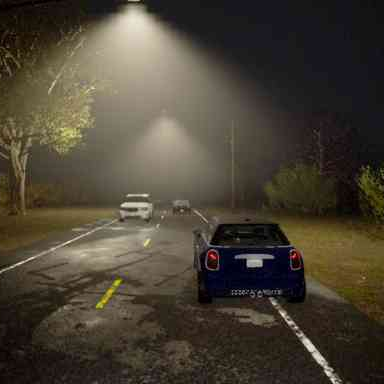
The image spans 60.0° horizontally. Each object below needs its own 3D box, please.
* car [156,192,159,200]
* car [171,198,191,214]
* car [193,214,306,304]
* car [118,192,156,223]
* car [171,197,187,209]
[{"bbox_3d":[-9.261,0.997,81.591,2.150,2.045,5.566,0,0,-8],"label":"car"},{"bbox_3d":[-1.109,1.547,35.070,1.895,1.301,4.718,0,0,-3],"label":"car"},{"bbox_3d":[1.129,1.346,8.337,2.097,1.767,4.553,0,0,-1],"label":"car"},{"bbox_3d":[-4.199,1.190,25.659,2.150,2.045,5.566,0,0,-3],"label":"car"},{"bbox_3d":[-1.843,1.484,45.335,1.994,1.385,4.181,0,0,-5],"label":"car"}]
